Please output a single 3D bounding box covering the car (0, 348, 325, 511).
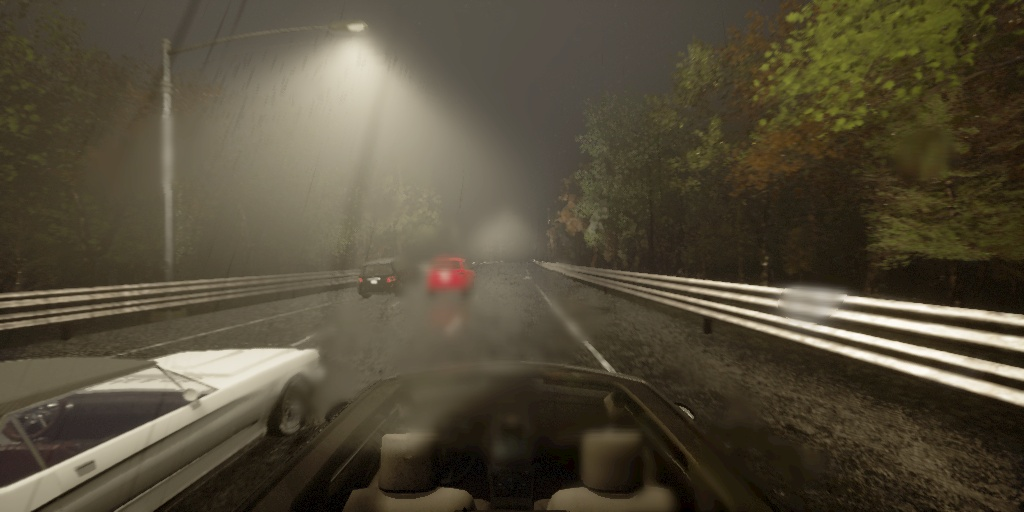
[{"bbox_3d":[-3.403,1.414,2.619,1.895,1.301,4.718,-1,-1,0],"label":"car"}]

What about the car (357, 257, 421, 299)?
[{"bbox_3d":[-6.894,1.073,20.611,2.150,2.045,5.566,-3,7,1],"label":"car"}]

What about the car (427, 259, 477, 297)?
[{"bbox_3d":[-3.384,1.201,20.988,2.150,2.045,5.566,-1,-1,0],"label":"car"}]
